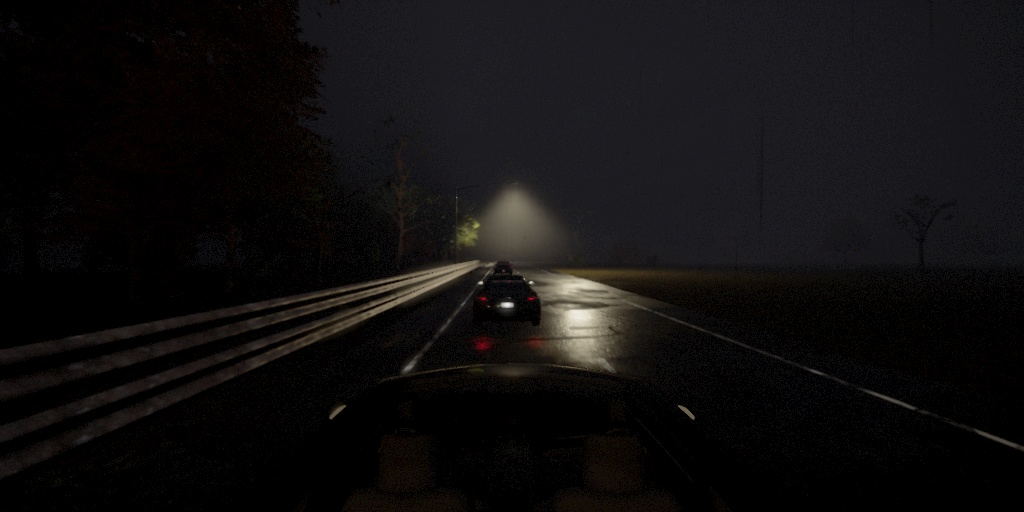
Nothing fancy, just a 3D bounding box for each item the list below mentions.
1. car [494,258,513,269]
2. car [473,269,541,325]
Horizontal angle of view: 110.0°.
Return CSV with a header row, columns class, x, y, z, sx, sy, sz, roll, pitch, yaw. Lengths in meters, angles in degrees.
class,x,y,z,sx,sy,sz,roll,pitch,yaw
car,-0.856,1.227,36.536,1.812,1.442,4.674,0,0,-2
car,-0.178,1.304,11.762,1.994,1.385,4.181,0,0,-2
